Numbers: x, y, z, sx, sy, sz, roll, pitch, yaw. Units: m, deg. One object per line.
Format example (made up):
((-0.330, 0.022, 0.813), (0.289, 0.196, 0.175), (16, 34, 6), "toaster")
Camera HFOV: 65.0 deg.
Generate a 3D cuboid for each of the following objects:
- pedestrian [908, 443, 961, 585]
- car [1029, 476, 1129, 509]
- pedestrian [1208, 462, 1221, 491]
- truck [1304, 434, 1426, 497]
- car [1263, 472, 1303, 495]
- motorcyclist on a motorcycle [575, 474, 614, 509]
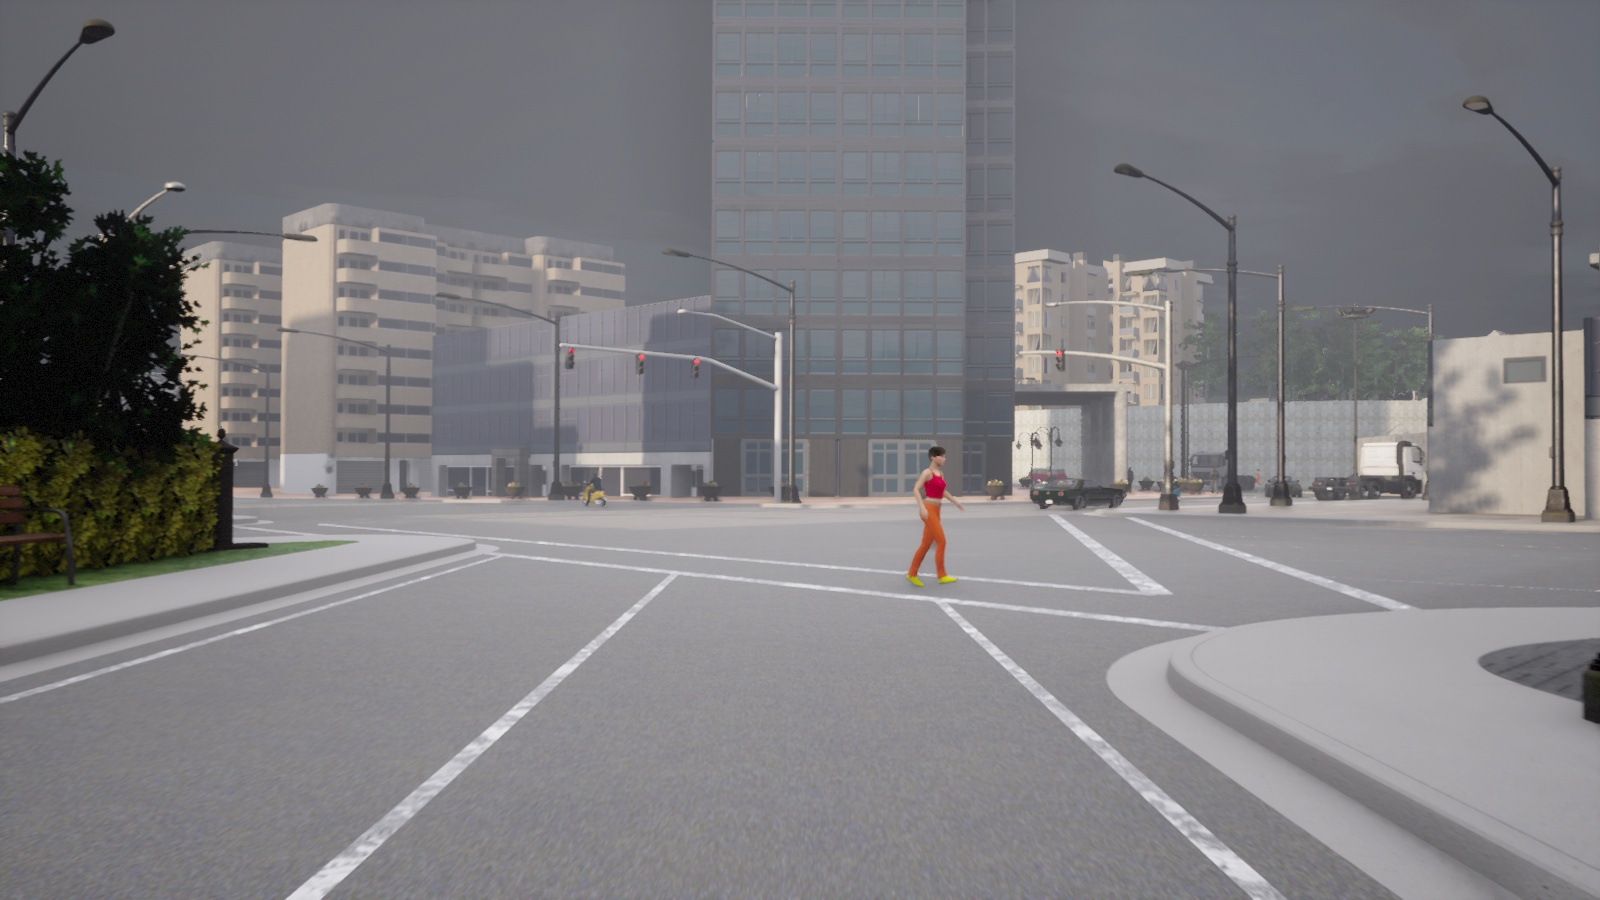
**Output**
((1.765, 0.833, 16.518), (0.594, 1.836, 0.345), (-1, -1, 29), "pedestrian")
((11.743, 1.751, 52.732), (1.895, 1.301, 4.718), (-1, -1, 44), "car")
((27.088, 1.733, 82.123), (0.563, 1.883, 0.849), (0, -1, 0), "pedestrian")
((32.622, 0.914, 72.320), (7.936, 3.462, 2.891), (1, -1, -37), "truck")
((30.605, 2.090, 79.602), (1.994, 1.385, 4.181), (0, -1, 16), "car")
((-9.494, 1.913, 57.929), (1.817, 1.590, 0.866), (-2, -2, 45), "motorcyclist on a motorcycle")
